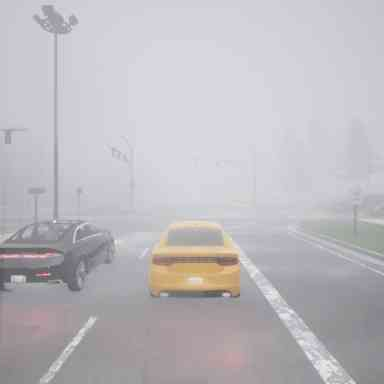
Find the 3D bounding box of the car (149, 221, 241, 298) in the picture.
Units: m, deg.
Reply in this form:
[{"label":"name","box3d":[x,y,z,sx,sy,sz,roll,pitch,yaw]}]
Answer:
[{"label":"car","box3d":[0.072,1.478,8.578,1.882,1.535,5.008,0,0,0]}]

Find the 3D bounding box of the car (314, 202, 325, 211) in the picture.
[{"label":"car","box3d":[16.956,1.491,39.106,4.902,1.511,2.128,0,0,0]}]

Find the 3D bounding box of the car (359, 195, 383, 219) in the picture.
[{"label":"car","box3d":[17.397,1.352,28.602,4.553,1.767,2.097,0,0,0]}]

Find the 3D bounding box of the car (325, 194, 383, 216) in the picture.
[{"label":"car","box3d":[16.322,1.221,32.096,5.566,2.045,2.150,0,0,0]}]

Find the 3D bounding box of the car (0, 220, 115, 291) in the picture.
[{"label":"car","box3d":[-3.420,1.492,8.962,2.128,1.511,4.902,0,0,0]}]
